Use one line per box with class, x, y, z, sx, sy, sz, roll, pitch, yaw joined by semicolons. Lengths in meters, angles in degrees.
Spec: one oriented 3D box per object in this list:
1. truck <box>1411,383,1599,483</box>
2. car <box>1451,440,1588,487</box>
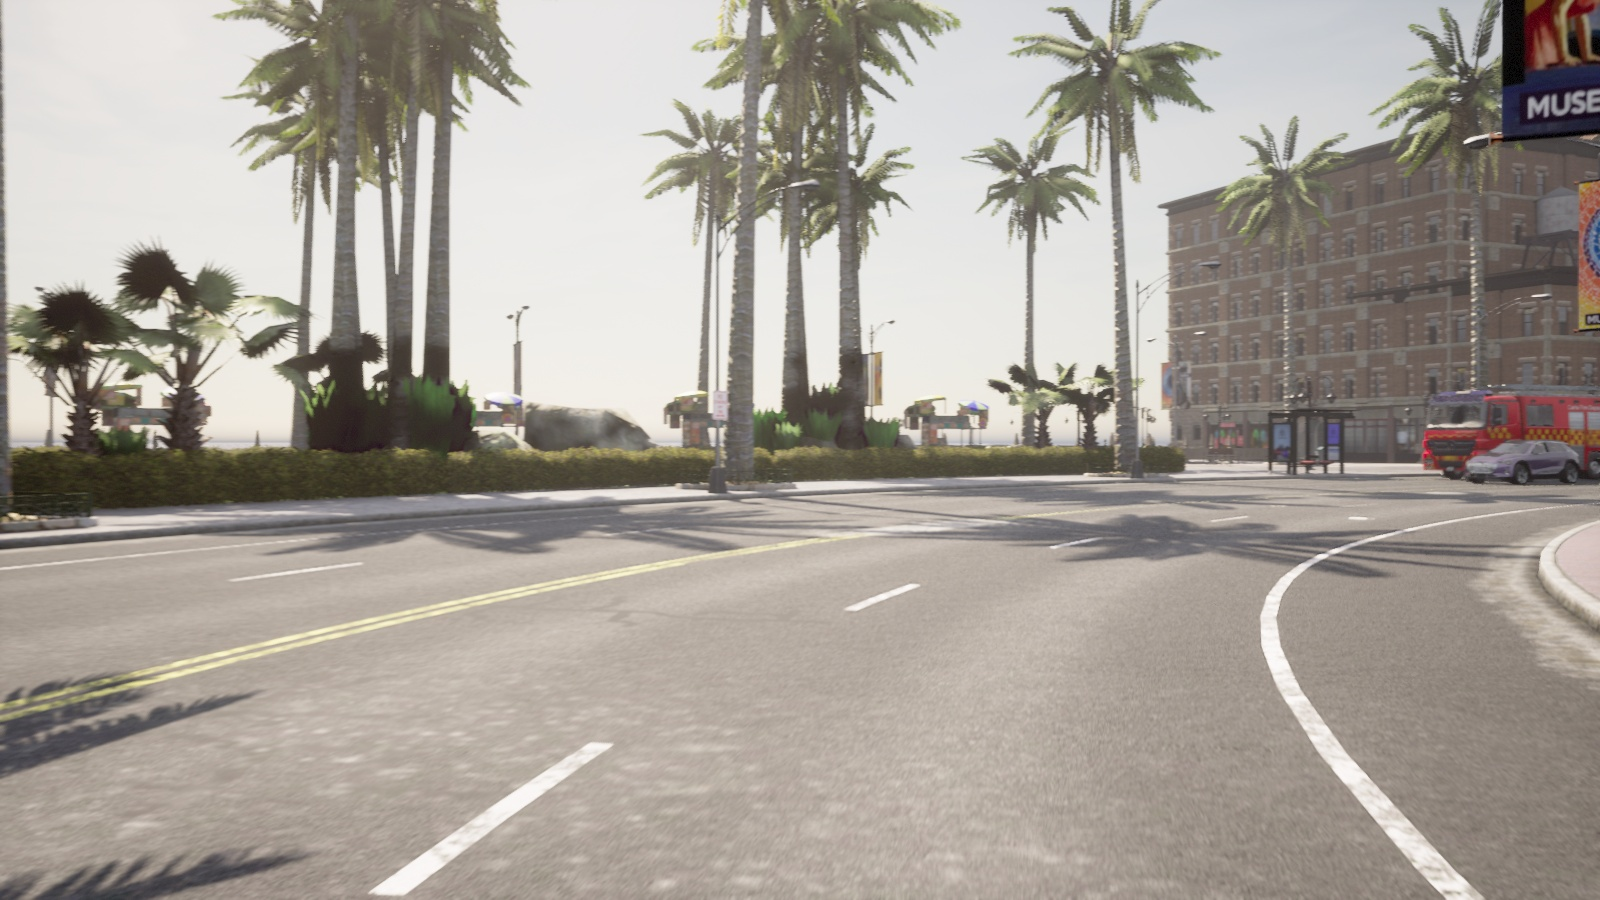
truck;29.247;-0.658;51.279;8.468;3.827;2.891;0;0;-23
car;26.308;0.462;45.917;4.856;1.649;2.033;0;0;-27
